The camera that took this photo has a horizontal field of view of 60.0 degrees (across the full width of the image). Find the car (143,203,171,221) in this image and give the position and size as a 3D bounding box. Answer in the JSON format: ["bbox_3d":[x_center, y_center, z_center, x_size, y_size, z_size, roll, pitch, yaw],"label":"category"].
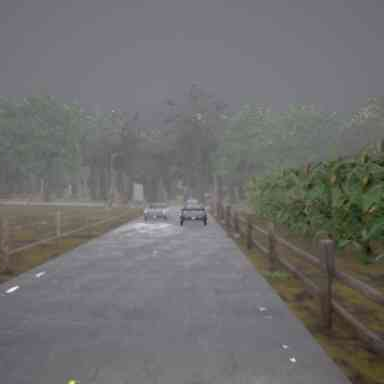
[{"bbox_3d":[-2.837,1.597,27.678,1.895,1.301,4.718,0,0,0],"label":"car"}]

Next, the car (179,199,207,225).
[{"bbox_3d":[0.094,1.486,23.936,2.128,1.511,4.902,0,0,0],"label":"car"}]

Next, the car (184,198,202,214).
[{"bbox_3d":[0.032,1.502,36.544,1.837,1.490,4.892,0,0,-1],"label":"car"}]
